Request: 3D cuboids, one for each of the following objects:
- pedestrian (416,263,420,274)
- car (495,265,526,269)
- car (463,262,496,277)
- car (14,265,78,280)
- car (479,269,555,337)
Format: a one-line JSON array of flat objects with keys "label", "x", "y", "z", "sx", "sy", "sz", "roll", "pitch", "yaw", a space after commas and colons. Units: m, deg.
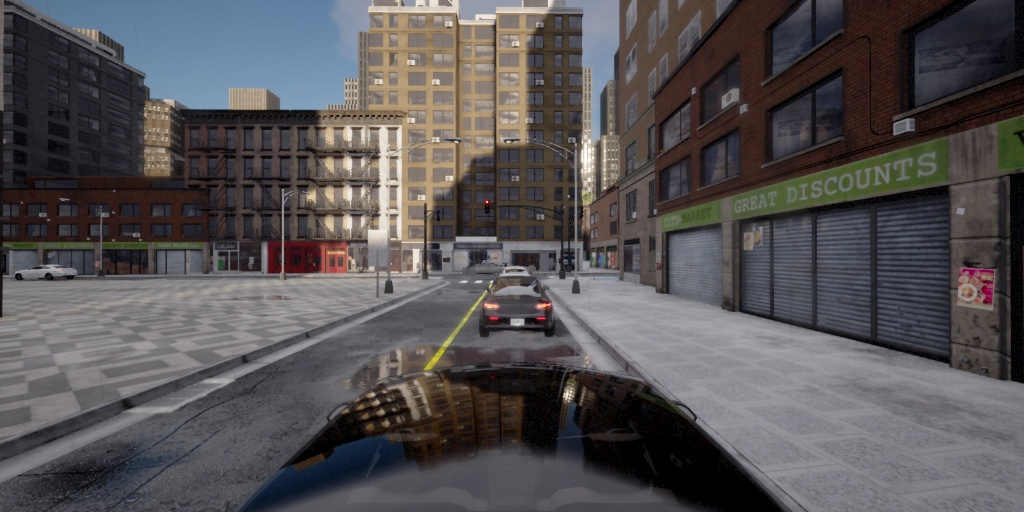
[{"label": "pedestrian", "x": -10.044, "y": 0.971, "z": 38.334, "sx": 0.375, "sy": 1.860, "sz": 0.375, "roll": 0, "pitch": 0, "yaw": -1}, {"label": "car", "x": 0.148, "y": 1.270, "z": 19.915, "sx": 1.812, "sy": 1.442, "sz": 4.674, "roll": 0, "pitch": 0, "yaw": -1}, {"label": "car", "x": -2.764, "y": 1.325, "z": 35.363, "sx": 4.181, "sy": 1.385, "sz": 1.994, "roll": 0, "pitch": 0, "yaw": -1}, {"label": "car", "x": -45.305, "y": 1.580, "z": 34.921, "sx": 4.674, "sy": 1.442, "sz": 1.812, "roll": 0, "pitch": 0, "yaw": 0}, {"label": "car", "x": 0.121, "y": 1.275, "z": 10.135, "sx": 1.812, "sy": 1.442, "sz": 4.674, "roll": 0, "pitch": 0, "yaw": 0}]
